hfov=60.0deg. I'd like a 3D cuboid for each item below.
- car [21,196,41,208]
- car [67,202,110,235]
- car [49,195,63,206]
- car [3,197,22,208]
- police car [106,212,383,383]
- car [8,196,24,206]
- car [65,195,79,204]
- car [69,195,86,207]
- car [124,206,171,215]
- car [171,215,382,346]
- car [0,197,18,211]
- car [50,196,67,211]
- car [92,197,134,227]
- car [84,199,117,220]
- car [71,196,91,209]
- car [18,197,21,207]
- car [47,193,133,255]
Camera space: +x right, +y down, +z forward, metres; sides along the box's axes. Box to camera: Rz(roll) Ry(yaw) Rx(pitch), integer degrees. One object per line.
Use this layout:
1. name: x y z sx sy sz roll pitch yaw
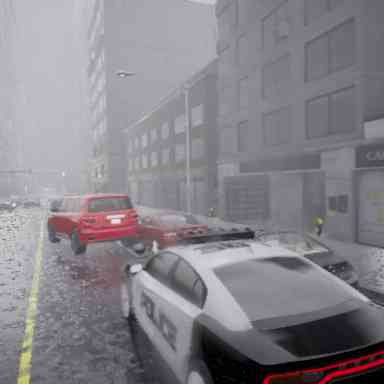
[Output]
1. car: -21.649 1.353 45.122 1.882 1.535 5.008 -2 1 -24
2. car: -6.071 1.381 19.205 1.812 1.442 4.674 -2 1 -24
3. car: -20.844 1.251 50.769 1.882 1.535 5.008 -2 1 -24
4. car: -26.372 1.491 49.015 2.008 1.369 4.403 -3 1 -24
5. police car: 0.289 1.336 4.641 1.930 1.638 5.238 -2 1 -24
6. car: -28.577 1.469 54.060 1.887 1.381 4.507 -3 1 -24
7. car: -20.768 1.219 57.470 1.887 1.381 4.507 -3 1 -24
8. car: -16.360 1.251 47.381 1.887 1.381 4.507 -3 1 -24
9. car: -0.932 1.375 12.068 1.887 1.381 4.507 -3 1 -24
10. car: 1.273 1.401 7.023 2.008 1.369 4.403 -3 1 -24
11. car: -21.969 1.413 38.923 1.967 1.590 4.097 -3 1 -24
12. car: -16.056 1.313 39.879 1.837 1.490 4.892 -2 1 -23
13. car: -5.344 1.233 22.155 1.967 1.590 4.097 -3 1 -24
14. car: -7.544 1.319 27.202 1.887 1.381 4.507 -3 1 -24
15. car: -14.155 1.289 42.337 1.947 1.339 4.313 -3 1 -24
16. car: -24.168 1.523 43.971 1.947 1.339 4.313 -3 1 -24
17. car: -4.110 1.104 13.284 2.150 2.045 5.566 -3 1 -36
